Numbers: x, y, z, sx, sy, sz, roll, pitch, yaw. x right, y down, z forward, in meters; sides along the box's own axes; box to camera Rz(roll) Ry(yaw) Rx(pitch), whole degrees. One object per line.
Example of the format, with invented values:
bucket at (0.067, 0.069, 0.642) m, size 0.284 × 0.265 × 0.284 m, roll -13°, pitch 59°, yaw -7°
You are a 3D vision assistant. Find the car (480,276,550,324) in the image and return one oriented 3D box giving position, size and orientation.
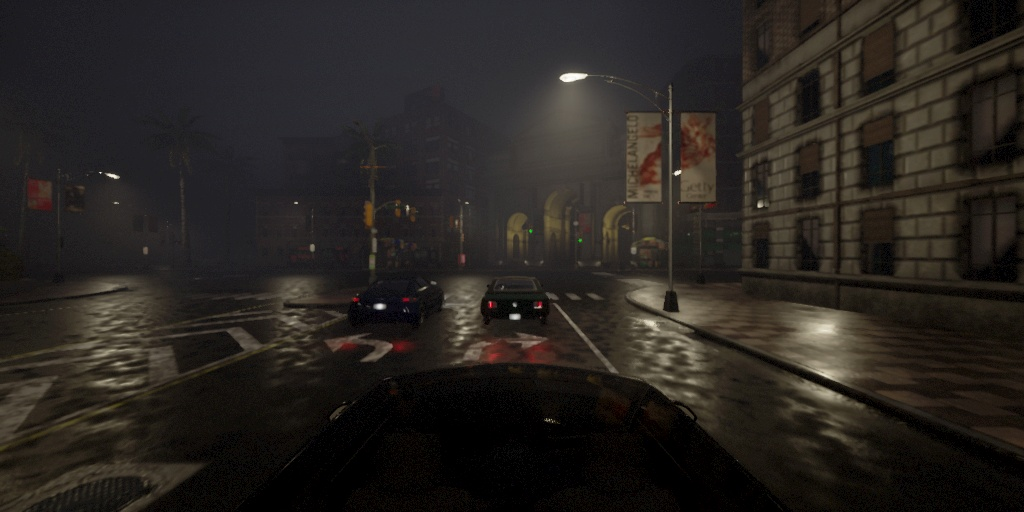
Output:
car at (0.100, 1.312, 11.694) m, size 1.895 × 1.301 × 4.718 m, roll 0°, pitch 0°, yaw 0°

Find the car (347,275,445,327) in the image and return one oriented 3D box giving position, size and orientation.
car at (-3.417, 1.276, 11.304) m, size 1.994 × 1.385 × 4.181 m, roll 0°, pitch 0°, yaw 0°
